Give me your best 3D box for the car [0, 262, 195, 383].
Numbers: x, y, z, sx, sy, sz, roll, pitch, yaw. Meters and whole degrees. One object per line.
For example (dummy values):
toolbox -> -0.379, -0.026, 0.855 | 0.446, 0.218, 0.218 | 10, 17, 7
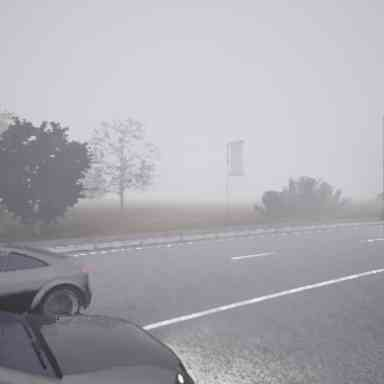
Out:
car -> -1.964, 1.557, 2.248 | 4.181, 1.385, 1.994 | 0, 0, -35

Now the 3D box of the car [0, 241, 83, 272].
car -> -3.829, 1.548, 5.442 | 4.181, 1.385, 1.994 | 0, 0, -35
